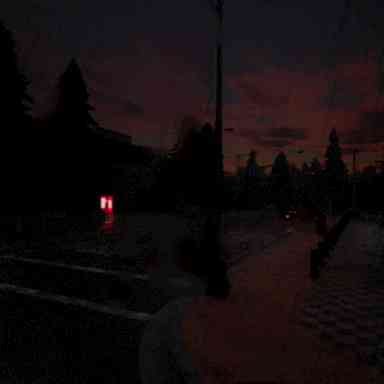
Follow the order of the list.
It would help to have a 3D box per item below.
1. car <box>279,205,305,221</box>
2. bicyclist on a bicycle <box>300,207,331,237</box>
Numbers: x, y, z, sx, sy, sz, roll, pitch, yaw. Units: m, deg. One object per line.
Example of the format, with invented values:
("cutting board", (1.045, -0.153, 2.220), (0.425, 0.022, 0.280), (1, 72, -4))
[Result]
("car", (9.958, 2.065, 33.065), (1.837, 1.490, 4.892), (0, -1, 26))
("bicyclist on a bicycle", (6.596, 1.623, 17.764), (1.656, 1.620, 0.582), (0, -1, 26))
